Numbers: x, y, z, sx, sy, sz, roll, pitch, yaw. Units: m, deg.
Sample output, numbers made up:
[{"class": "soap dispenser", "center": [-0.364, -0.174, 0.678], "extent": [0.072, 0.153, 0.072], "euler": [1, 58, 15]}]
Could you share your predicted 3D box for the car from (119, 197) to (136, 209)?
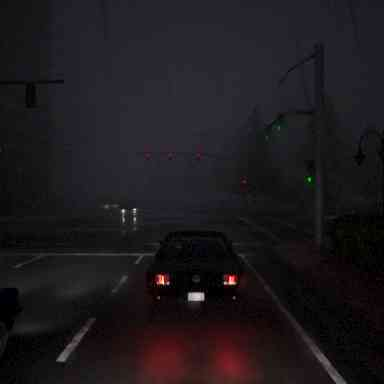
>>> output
[{"class": "car", "center": [-8.889, 1.489, 45.538], "extent": [1.812, 1.442, 4.674], "euler": [0, 0, -18]}]

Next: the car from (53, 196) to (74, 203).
[{"class": "car", "center": [-26.311, 1.539, 68.143], "extent": [4.718, 1.301, 1.895], "euler": [0, 0, 31]}]

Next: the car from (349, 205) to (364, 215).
[{"class": "car", "center": [16.261, 1.595, 29.517], "extent": [4.181, 1.385, 1.994], "euler": [0, 0, 0]}]

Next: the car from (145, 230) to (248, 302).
[{"class": "car", "center": [0.091, 1.594, 8.193], "extent": [1.895, 1.301, 4.718], "euler": [0, 0, 0]}]

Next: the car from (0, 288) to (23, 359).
[{"class": "car", "center": [-3.429, 1.598, 2.769], "extent": [1.895, 1.301, 4.718], "euler": [0, 0, 0]}]

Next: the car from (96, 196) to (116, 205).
[{"class": "car", "center": [-14.927, 1.430, 57.645], "extent": [1.882, 1.535, 5.008], "euler": [0, 0, -37]}]

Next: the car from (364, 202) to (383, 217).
[{"class": "car", "center": [16.567, 1.538, 26.014], "extent": [4.892, 1.490, 1.837], "euler": [0, 0, 0]}]
